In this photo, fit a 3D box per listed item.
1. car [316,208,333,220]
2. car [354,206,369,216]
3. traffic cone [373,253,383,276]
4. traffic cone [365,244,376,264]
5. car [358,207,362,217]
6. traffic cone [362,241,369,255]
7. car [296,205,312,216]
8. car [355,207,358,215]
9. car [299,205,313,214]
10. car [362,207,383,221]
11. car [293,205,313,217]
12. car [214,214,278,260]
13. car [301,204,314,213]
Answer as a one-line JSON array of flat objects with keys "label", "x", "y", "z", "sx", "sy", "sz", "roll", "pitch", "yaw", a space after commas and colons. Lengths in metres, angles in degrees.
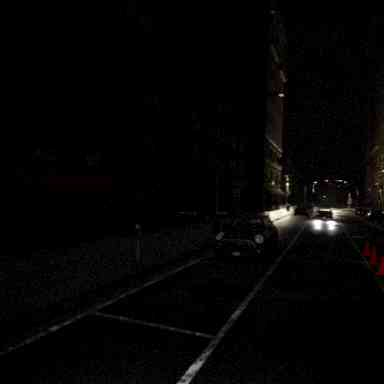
[{"label": "car", "x": 15.552, "y": 2.570, "z": 39.053, "sx": 1.895, "sy": 1.301, "sz": 4.718, "roll": 2, "pitch": -1, "yaw": 22}, {"label": "car", "x": 28.571, "y": 3.189, "z": 56.129, "sx": 1.887, "sy": 1.381, "sz": 4.507, "roll": 1, "pitch": -1, "yaw": 22}, {"label": "traffic cone", "x": 5.914, "y": 2.280, "z": 10.324, "sx": 0.340, "sy": 0.580, "sz": 0.340, "roll": 2, "pitch": -1, "yaw": 22}, {"label": "traffic cone", "x": 6.657, "y": 2.326, "z": 12.181, "sx": 0.340, "sy": 0.580, "sz": 0.340, "roll": 2, "pitch": -1, "yaw": 22}, {"label": "car", "x": 24.486, "y": 2.930, "z": 45.907, "sx": 1.887, "sy": 1.381, "sz": 4.507, "roll": 1, "pitch": -1, "yaw": 22}, {"label": "traffic cone", "x": 7.399, "y": 2.372, "z": 14.037, "sx": 0.340, "sy": 0.580, "sz": 0.340, "roll": 2, "pitch": -1, "yaw": 22}, {"label": "car", "x": 16.576, "y": 2.673, "z": 49.076, "sx": 1.947, "sy": 1.339, "sz": 4.313, "roll": 1, "pitch": -1, "yaw": 22}, {"label": "car", "x": 26.529, "y": 3.060, "z": 51.018, "sx": 1.887, "sy": 1.381, "sz": 4.507, "roll": 1, "pitch": -1, "yaw": 22}, {"label": "car", "x": 18.619, "y": 2.787, "z": 54.186, "sx": 2.008, "sy": 1.369, "sz": 4.403, "roll": 1, "pitch": -1, "yaw": 22}, {"label": "car", "x": 22.443, "y": 2.822, "z": 40.797, "sx": 1.947, "sy": 1.339, "sz": 4.313, "roll": 1, "pitch": -1, "yaw": 22}, {"label": "car", "x": 14.537, "y": 2.417, "z": 43.967, "sx": 1.967, "sy": 1.590, "sz": 4.097, "roll": 1, "pitch": -1, "yaw": 22}, {"label": "car", "x": 2.281, "y": 1.650, "z": 13.303, "sx": 1.967, "sy": 1.590, "sz": 4.097, "roll": 1, "pitch": -1, "yaw": 22}, {"label": "car", "x": 20.662, "y": 2.911, "z": 59.297, "sx": 1.887, "sy": 1.381, "sz": 4.507, "roll": 1, "pitch": -1, "yaw": 22}]
